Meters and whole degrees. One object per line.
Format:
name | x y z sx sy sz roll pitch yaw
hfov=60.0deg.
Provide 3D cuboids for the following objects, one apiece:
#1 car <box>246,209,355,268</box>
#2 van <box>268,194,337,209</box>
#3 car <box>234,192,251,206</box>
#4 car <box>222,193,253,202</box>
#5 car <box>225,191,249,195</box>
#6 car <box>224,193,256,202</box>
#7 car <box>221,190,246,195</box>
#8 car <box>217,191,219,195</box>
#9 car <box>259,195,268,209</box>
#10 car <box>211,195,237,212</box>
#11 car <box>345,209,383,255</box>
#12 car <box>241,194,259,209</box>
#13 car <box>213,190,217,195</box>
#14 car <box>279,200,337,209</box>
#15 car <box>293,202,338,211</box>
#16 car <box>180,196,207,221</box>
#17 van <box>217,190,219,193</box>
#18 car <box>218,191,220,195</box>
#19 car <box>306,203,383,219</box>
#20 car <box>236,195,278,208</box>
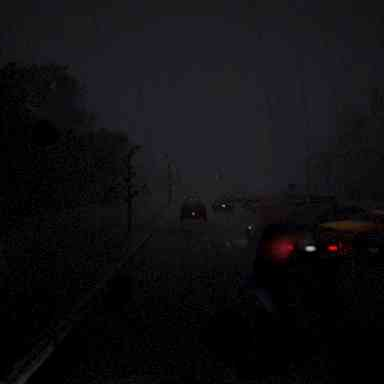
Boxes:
car | 3.100 1.520 11.213 2.033 1.411 5.357 0 0 0
van | 7.966 1.137 23.305 4.442 1.987 1.878 1 1 -20
car | 7.898 1.148 38.209 5.366 1.575 1.946 0 1 -20
car | 8.065 0.914 59.148 4.892 1.521 2.231 1 0 -20
car | 8.082 1.003 50.197 4.892 1.521 2.231 1 1 -20
car | 8.078 0.940 56.163 5.008 1.535 2.097 1 1 -20
car | 8.101 0.718 53.196 5.566 2.045 2.435 1 0 -20
car | 8.098 0.893 65.126 4.792 1.488 2.163 1 0 -20
car | 8.043 1.200 26.333 4.553 1.767 2.185 1 1 -20
car | 3.101 1.280 34.516 1.994 1.385 4.181 0 1 0
car | 8.043 1.491 11.406 4.792 1.488 2.163 1 1 -20
car | 7.897 1.237 32.244 5.366 1.575 1.946 0 1 -20
car | 7.900 0.810 71.011 5.366 1.575 1.946 1 1 -20
car | 8.065 1.433 20.375 4.674 1.452 2.002 1 0 -20
car | 8.097 1.453 17.403 4.792 1.488 2.163 1 0 -20
car | 0.100 1.322 25.520 1.882 1.535 5.008 0 1 0
van | 7.966 0.612 68.050 4.442 1.987 1.878 1 1 -20
car | 8.246 0.886 62.196 5.366 1.575 1.946 1 0 -20
car | 7.898 1.438 14.334 5.366 1.575 1.946 1 1 -20
car | 8.067 1.151 41.258 4.674 1.452 2.002 1 1 -20
